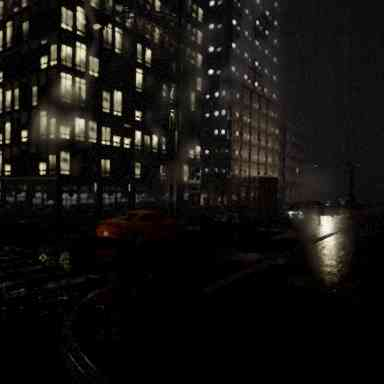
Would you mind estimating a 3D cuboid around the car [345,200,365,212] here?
[{"bbox_3d":[24.302,2.199,50.219,1.947,1.339,4.313,1,0,34],"label":"car"}]

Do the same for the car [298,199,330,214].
[{"bbox_3d":[15.350,1.810,41.778,2.097,1.767,4.553,1,0,35],"label":"car"}]

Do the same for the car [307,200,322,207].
[{"bbox_3d":[23.759,2.149,64.266,1.802,1.307,4.206,1,0,34],"label":"car"}]

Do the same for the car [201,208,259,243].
[{"bbox_3d":[2.112,1.791,17.547,2.008,1.369,4.403,1,0,34],"label":"car"}]

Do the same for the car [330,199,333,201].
[{"bbox_3d":[20.910,2.103,50.010,2.033,1.411,5.357,1,0,34],"label":"car"}]

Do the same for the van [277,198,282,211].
[{"bbox_3d":[11.023,1.685,45.642,1.690,1.788,3.998,1,0,34],"label":"van"}]

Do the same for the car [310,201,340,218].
[{"bbox_3d":[14.746,2.031,36.247,1.947,1.339,4.313,1,0,34],"label":"car"}]

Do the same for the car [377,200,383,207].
[{"bbox_3d":[40.230,2.476,73.505,1.947,1.339,4.313,1,0,34],"label":"car"}]

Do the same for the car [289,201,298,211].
[{"bbox_3d":[15.152,1.998,46.905,1.994,1.385,4.181,1,0,34],"label":"car"}]

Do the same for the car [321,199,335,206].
[{"bbox_3d":[30.127,2.244,73.578,1.947,1.339,4.313,1,0,34],"label":"car"}]

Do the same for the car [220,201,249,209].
[{"bbox_3d":[4.652,1.671,36.329,1.967,1.590,4.097,1,0,34],"label":"car"}]

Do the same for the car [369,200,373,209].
[{"bbox_3d":[30.675,2.184,59.533,1.967,1.590,4.097,1,0,34],"label":"car"}]

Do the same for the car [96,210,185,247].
[{"bbox_3d":[-2.259,1.622,16.133,1.882,1.535,5.008,1,0,34],"label":"car"}]

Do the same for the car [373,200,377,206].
[{"bbox_3d":[33.858,2.365,64.190,1.947,1.339,4.313,1,0,34],"label":"car"}]

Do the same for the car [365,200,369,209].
[{"bbox_3d":[27.487,2.270,54.876,1.802,1.307,4.206,1,0,34],"label":"car"}]
